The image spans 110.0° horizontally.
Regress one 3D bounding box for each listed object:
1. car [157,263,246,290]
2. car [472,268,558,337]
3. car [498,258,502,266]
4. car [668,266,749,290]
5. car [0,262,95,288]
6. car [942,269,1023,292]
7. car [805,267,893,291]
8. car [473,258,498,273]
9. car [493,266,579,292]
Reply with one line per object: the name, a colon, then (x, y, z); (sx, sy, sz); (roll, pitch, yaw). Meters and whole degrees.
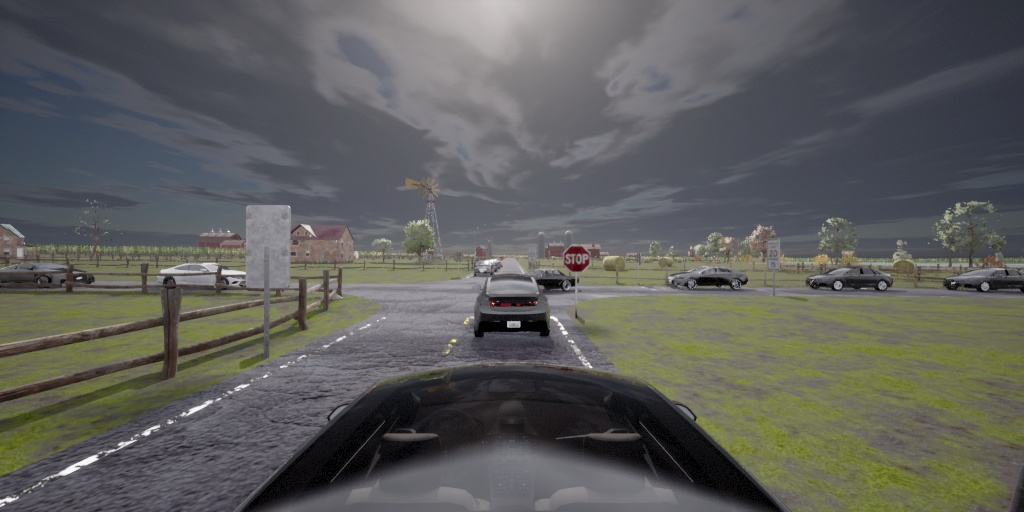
car: (-17.234, 1.104, 20.263); (4.674, 1.442, 1.812); (1, -1, -1)
car: (-0.069, 1.256, 10.297); (1.837, 1.490, 4.892); (0, 0, -3)
car: (-2.828, 1.242, 46.431); (2.128, 1.511, 4.902); (0, 0, 0)
car: (12.810, 1.397, 23.565); (4.902, 1.511, 2.128); (1, -1, -2)
car: (-26.354, 1.048, 20.146); (4.181, 1.385, 1.994); (1, -1, -1)
car: (31.714, 1.587, 23.846); (4.892, 1.490, 1.837); (1, -1, -1)
car: (22.212, 1.500, 23.731); (4.892, 1.490, 1.837); (1, -1, -1)
car: (-2.840, 1.243, 36.985); (2.128, 1.511, 4.902); (0, 0, 0)
car: (1.509, 1.369, 20.342); (4.718, 1.301, 1.895); (1, 0, -35)
